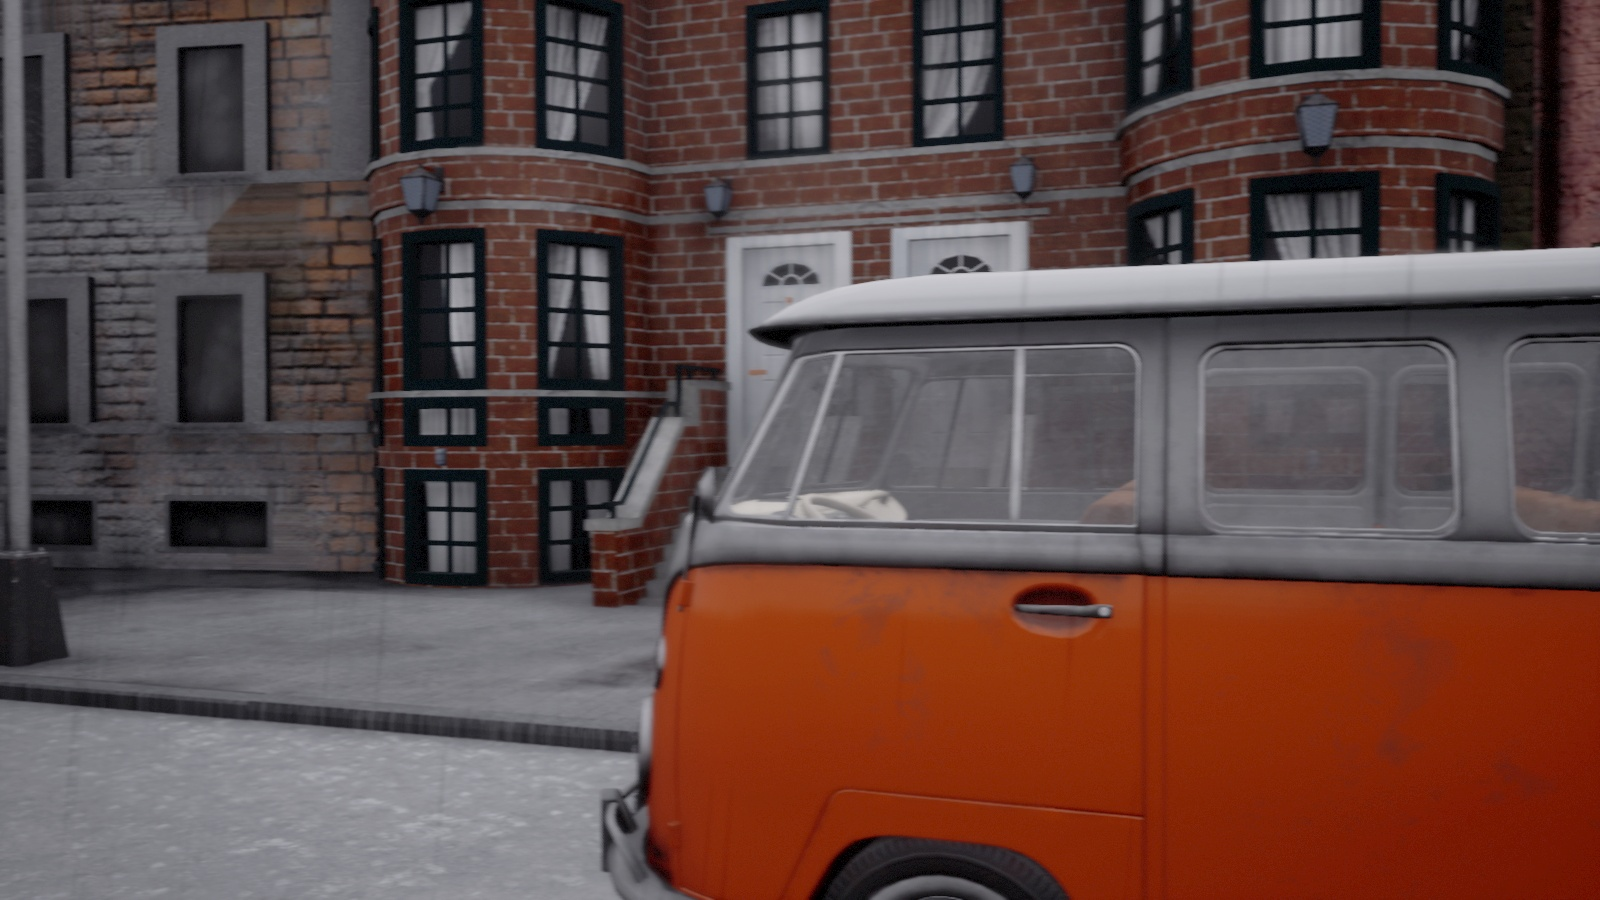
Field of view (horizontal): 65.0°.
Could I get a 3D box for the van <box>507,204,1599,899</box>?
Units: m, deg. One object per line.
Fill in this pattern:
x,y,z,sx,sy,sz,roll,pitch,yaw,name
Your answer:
1.685,0.535,3.149,4.442,1.987,1.775,0,1,19,van
